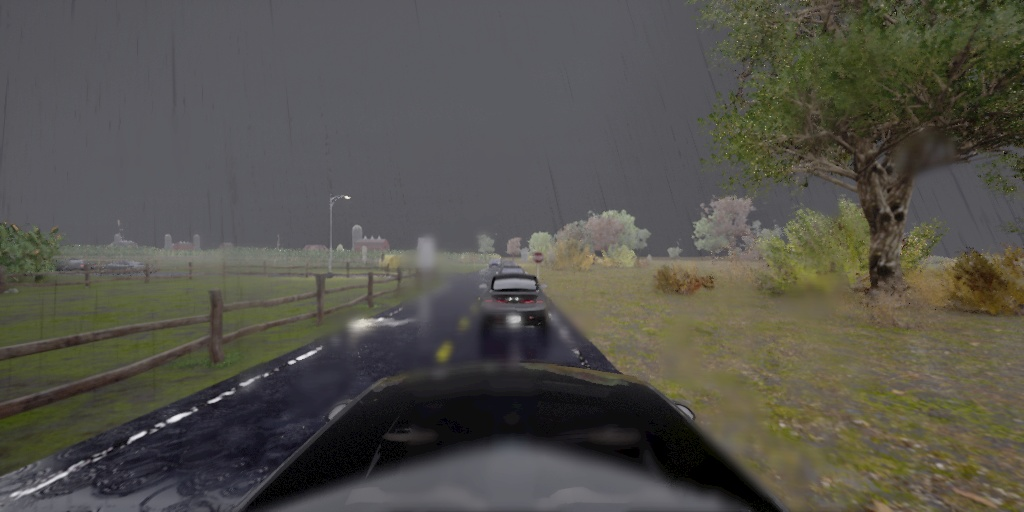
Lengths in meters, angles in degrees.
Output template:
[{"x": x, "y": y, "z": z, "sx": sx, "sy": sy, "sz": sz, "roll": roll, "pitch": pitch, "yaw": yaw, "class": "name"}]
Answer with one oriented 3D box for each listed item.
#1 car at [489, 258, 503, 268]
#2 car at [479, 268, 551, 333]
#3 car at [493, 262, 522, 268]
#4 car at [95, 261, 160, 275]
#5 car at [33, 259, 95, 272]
[{"x": -3.029, "y": 1.229, "z": 64.771, "sx": 2.097, "sy": 1.767, "sz": 4.553, "roll": 0, "pitch": 0, "yaw": 0, "class": "car"}, {"x": 0.069, "y": 1.265, "z": 10.845, "sx": 1.837, "sy": 1.490, "sz": 4.892, "roll": 0, "pitch": 0, "yaw": 0, "class": "car"}, {"x": 0.001, "y": 1.325, "z": 22.284, "sx": 2.033, "sy": 1.411, "sz": 5.357, "roll": 0, "pitch": 0, "yaw": -1, "class": "car"}, {"x": -36.913, "y": 1.133, "z": 34.718, "sx": 4.181, "sy": 1.385, "sz": 1.994, "roll": 0, "pitch": 0, "yaw": -1, "class": "car"}, {"x": -46.688, "y": 1.020, "z": 37.466, "sx": 5.357, "sy": 1.411, "sz": 2.033, "roll": 0, "pitch": 0, "yaw": 0, "class": "car"}]
